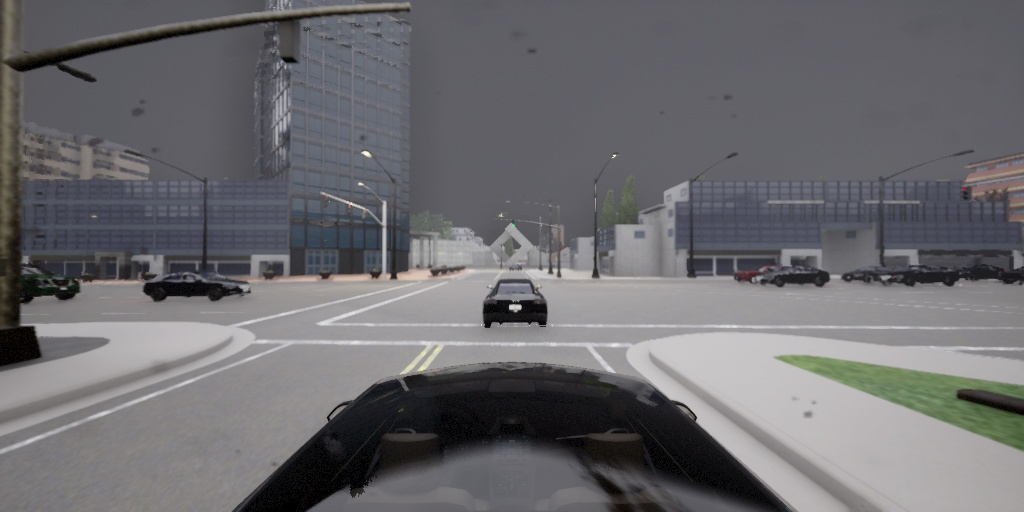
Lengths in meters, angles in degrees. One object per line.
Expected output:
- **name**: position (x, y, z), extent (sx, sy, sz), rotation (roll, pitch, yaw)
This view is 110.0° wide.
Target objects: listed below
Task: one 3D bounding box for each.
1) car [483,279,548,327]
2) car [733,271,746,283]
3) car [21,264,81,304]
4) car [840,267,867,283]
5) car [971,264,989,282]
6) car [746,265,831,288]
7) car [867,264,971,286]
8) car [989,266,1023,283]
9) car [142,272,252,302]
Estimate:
- **car**: position (0.094, 1.462, 12.261), extent (1.994, 1.385, 4.181), rotation (0, -1, 0)
- **car**: position (21.354, 1.544, 30.136), extent (5.008, 1.535, 1.882), rotation (0, -1, 0)
- **car**: position (-26.623, 1.425, 19.056), extent (5.566, 2.045, 2.150), rotation (-1, -1, -1)
- **car**: position (30.331, 1.555, 30.200), extent (4.181, 1.385, 1.994), rotation (-1, -1, 0)
- **car**: position (38.737, 1.395, 30.263), extent (4.181, 1.385, 1.994), rotation (-1, -1, 0)
- **car**: position (20.744, 1.513, 26.624), extent (4.902, 1.511, 2.128), rotation (0, -1, 0)
- **car**: position (30.164, 1.440, 26.700), extent (4.902, 1.511, 2.128), rotation (-1, -1, 0)
- **car**: position (39.834, 1.307, 26.774), extent (5.357, 1.411, 2.033), rotation (-1, -1, 0)
- **car**: position (-16.663, 1.578, 19.134), extent (4.902, 1.511, 2.128), rotation (-1, -1, 0)
